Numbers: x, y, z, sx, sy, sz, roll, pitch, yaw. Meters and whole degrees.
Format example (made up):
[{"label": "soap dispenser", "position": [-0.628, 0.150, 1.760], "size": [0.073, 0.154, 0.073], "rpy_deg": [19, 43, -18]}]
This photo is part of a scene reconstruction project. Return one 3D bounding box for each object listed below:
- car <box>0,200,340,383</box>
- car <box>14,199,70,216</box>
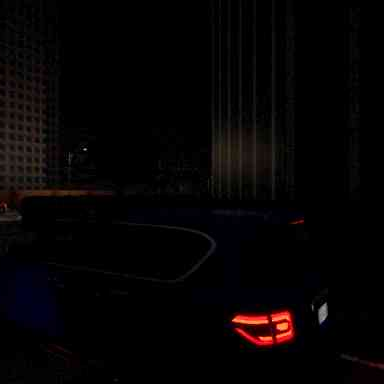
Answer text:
[{"label": "car", "position": [-0.958, 1.221, 4.671], "size": [5.566, 2.045, 2.150], "rpy_deg": [0, 0, 35]}, {"label": "car", "position": [-15.403, 1.526, 34.354], "size": [1.882, 1.535, 5.008], "rpy_deg": [0, 0, 35]}]
